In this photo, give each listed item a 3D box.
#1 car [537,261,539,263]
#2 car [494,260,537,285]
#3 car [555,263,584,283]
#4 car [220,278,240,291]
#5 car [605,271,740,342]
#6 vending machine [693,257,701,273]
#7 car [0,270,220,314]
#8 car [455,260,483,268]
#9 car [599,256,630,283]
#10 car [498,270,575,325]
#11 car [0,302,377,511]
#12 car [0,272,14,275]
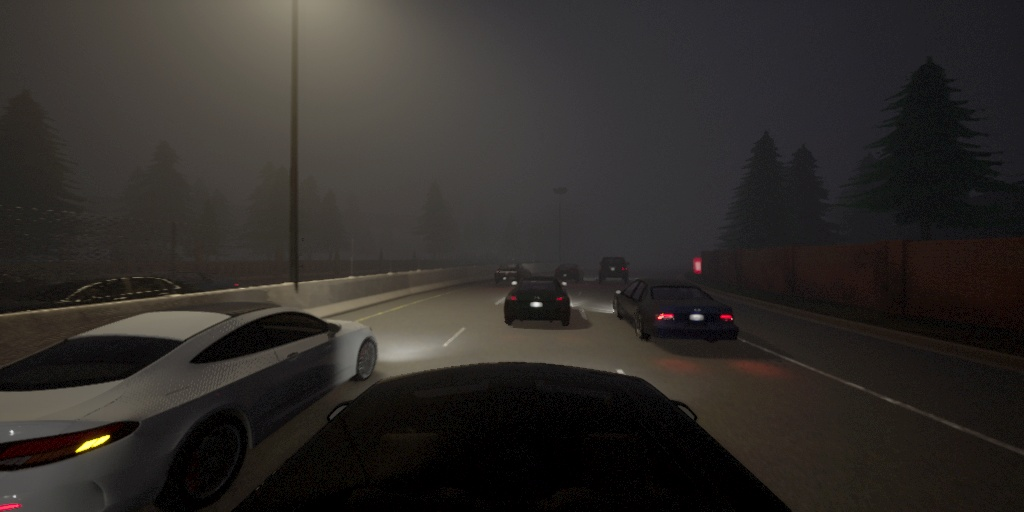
[{"bbox_3d":[2.541,1.362,50.791,1.837,1.490,4.892,0,-1,30],"label":"car"},{"bbox_3d":[0.133,1.288,26.101,2.128,1.511,4.902,0,0,15],"label":"car"},{"bbox_3d":[4.726,1.301,29.286,1.882,1.535,5.008,0,0,17],"label":"car"},{"bbox_3d":[-13.241,1.261,13.581,2.033,1.411,5.357,0,0,7],"label":"car"},{"bbox_3d":[4.115,1.332,9.959,2.033,1.411,5.357,0,0,6],"label":"car"},{"bbox_3d":[21.972,1.121,42.473,1.100,2.100,0.880,0,0,31],"label":"vending machine"},{"bbox_3d":[-10.167,1.223,8.634,1.837,1.490,4.892,0,0,5],"label":"car"},{"bbox_3d":[-5.912,1.305,49.774,2.128,1.511,4.902,0,0,27],"label":"car"},{"bbox_3d":[8.185,1.059,28.722,2.150,2.045,5.566,0,0,18],"label":"car"},{"bbox_3d":[0.903,1.338,12.045,1.994,1.385,4.181,0,0,6],"label":"car"},{"bbox_3d":[-3.238,1.266,4.192,1.812,1.442,4.674,0,0,2],"label":"car"},{"bbox_3d":[-17.005,1.182,10.527,2.128,1.511,4.902,0,0,5],"label":"car"}]
